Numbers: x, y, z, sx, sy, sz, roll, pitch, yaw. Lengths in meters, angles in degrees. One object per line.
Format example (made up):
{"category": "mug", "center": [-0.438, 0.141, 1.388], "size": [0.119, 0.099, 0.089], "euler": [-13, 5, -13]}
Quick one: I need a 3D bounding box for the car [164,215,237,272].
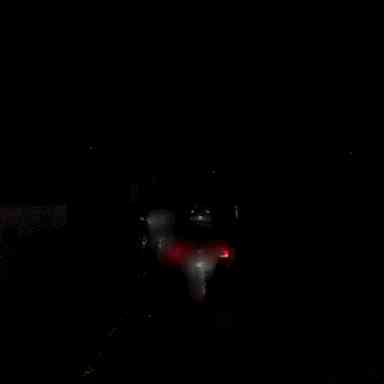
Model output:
{"category": "car", "center": [0.317, 1.663, 11.028], "size": [1.895, 1.301, 4.718], "euler": [0, 0, 2]}

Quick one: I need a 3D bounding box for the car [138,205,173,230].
{"category": "car", "center": [-2.347, 1.613, 22.300], "size": [2.128, 1.511, 4.902], "euler": [0, 0, 1]}

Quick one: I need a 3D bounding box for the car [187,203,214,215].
{"category": "car", "center": [0.656, 1.630, 26.160], "size": [2.128, 1.511, 4.902], "euler": [0, 0, 2]}

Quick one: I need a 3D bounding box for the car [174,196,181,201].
{"category": "car", "center": [-4.217, 1.951, 94.962], "size": [2.128, 1.511, 4.902], "euler": [0, 0, 1]}
